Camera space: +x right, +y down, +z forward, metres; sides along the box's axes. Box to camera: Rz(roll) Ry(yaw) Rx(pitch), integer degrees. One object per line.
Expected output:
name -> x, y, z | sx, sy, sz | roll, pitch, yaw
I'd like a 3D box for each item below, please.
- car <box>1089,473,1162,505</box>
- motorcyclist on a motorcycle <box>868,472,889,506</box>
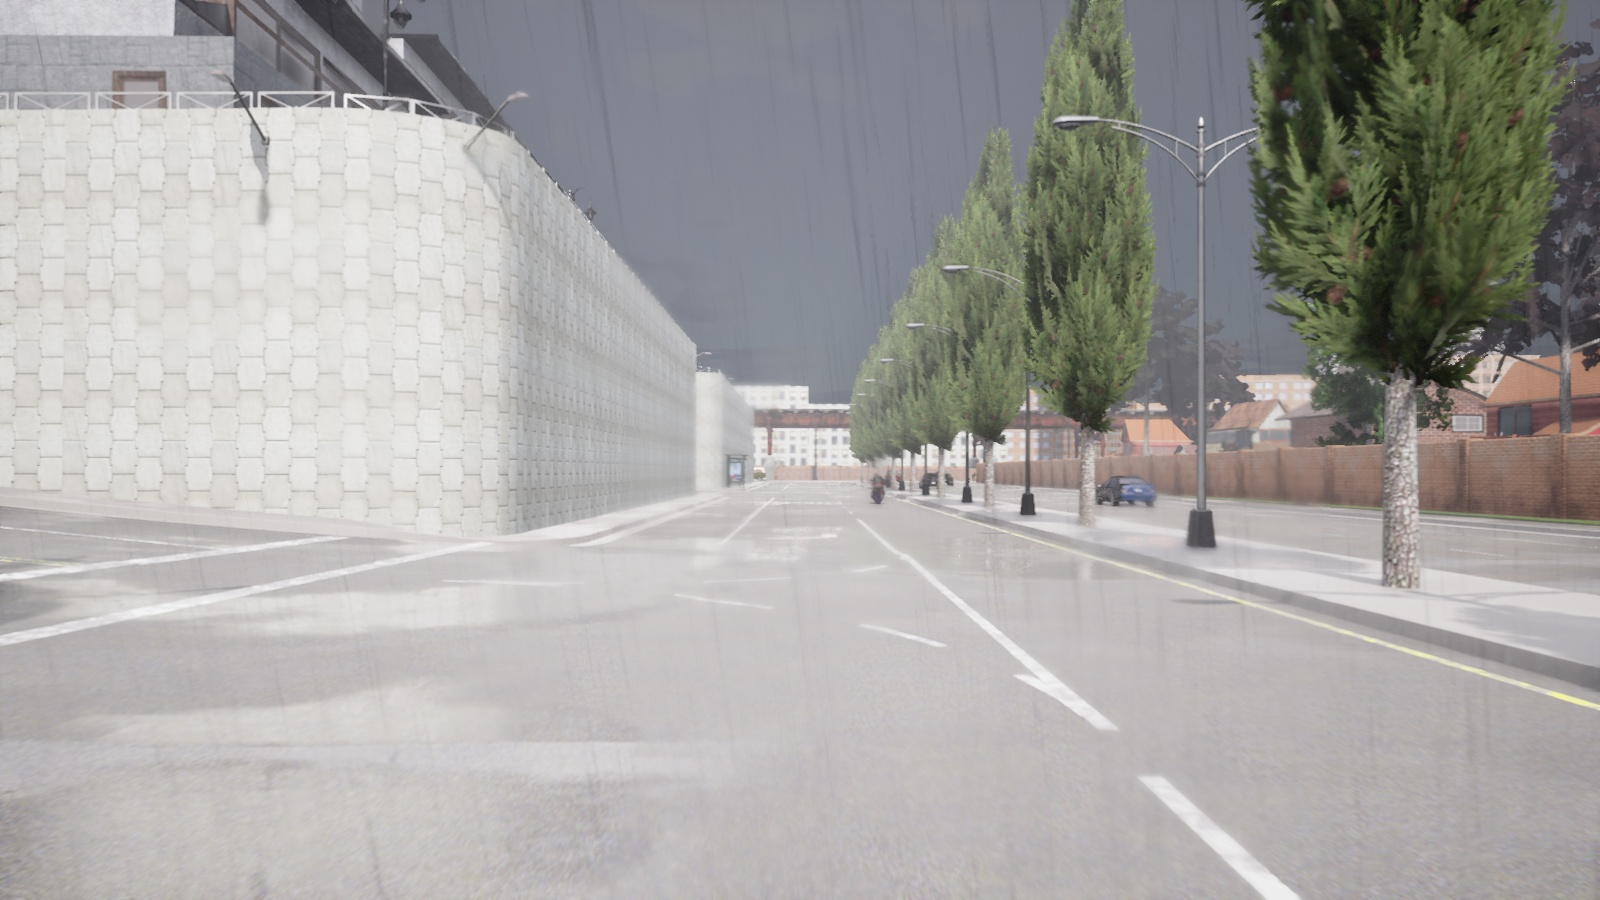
car -> 15.196, 1.788, 58.959 | 2.033, 1.411, 5.357 | 0, -1, 0
motorcyclist on a motorcycle -> 3.697, 1.830, 59.435 | 0.866, 1.530, 2.191 | 0, -1, 0
